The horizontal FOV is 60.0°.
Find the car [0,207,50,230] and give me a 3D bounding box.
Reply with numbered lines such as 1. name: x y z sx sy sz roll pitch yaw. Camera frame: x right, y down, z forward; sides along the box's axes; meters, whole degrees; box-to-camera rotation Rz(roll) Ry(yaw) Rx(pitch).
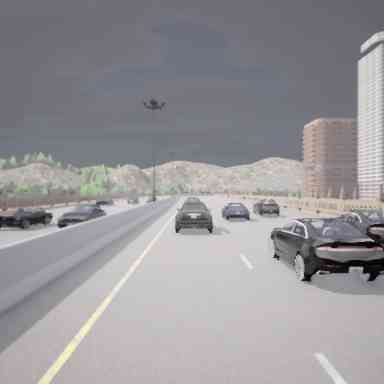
1. car: -10.590 1.611 20.990 1.895 1.301 4.718 0 0 0

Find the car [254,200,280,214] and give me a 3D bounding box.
1. car: 7.112 1.509 32.209 2.128 1.511 4.902 0 0 0

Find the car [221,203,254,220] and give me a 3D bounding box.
1. car: 3.612 1.579 28.026 1.994 1.385 4.181 0 0 0

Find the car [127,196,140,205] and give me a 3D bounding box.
1. car: -10.869 1.533 61.825 2.128 1.511 4.902 0 0 -1

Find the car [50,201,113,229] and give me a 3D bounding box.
1. car: -7.090 1.558 22.038 2.033 1.411 5.357 0 0 0

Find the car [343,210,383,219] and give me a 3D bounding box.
1. car: 7.105 1.499 13.959 2.128 1.511 4.902 0 0 0

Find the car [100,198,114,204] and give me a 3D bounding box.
1. car: -14.206 1.629 54.669 1.895 1.301 4.718 0 0 -1

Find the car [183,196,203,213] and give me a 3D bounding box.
1. car: 0.113 1.372 38.042 2.097 1.767 4.553 0 0 0

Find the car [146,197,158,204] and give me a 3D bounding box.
1. car: -7.383 1.618 62.601 1.994 1.385 4.181 0 0 -1

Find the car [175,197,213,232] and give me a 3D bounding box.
1. car: 0.108 1.362 20.069 2.097 1.767 4.553 0 0 0

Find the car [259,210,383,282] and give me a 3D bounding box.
1. car: 3.605 1.496 9.733 2.128 1.511 4.902 0 0 0
